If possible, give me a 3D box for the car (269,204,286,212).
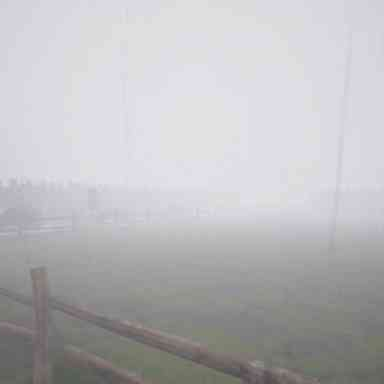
[{"bbox_3d":[15.248,2.955,59.597,1.882,1.535,5.008,-1,-2,36],"label":"car"}]

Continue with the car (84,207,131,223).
[{"bbox_3d":[-8.169,2.200,32.363,2.128,1.511,4.902,-1,-2,36],"label":"car"}]

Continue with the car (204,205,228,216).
[{"bbox_3d":[3.622,2.691,48.478,1.812,1.442,4.674,-1,-2,36],"label":"car"}]

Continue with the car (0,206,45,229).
[{"bbox_3d":[-13.552,1.846,24.865,2.097,1.767,4.553,-1,-2,35],"label":"car"}]

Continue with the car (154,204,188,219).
[{"bbox_3d":[-2.456,2.283,40.221,2.097,1.767,4.553,-1,-2,36],"label":"car"}]
